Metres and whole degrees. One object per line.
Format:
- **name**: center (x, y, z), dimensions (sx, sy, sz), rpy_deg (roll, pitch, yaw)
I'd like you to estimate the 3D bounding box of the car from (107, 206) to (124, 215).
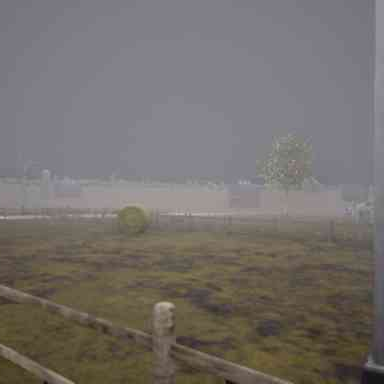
- **car**: center (-12.988, 3.300, 59.841), dimensions (1.882, 1.535, 5.008), rpy_deg (1, -2, 35)
